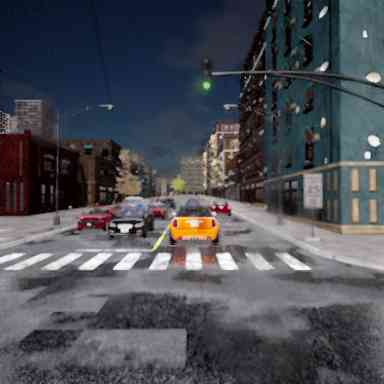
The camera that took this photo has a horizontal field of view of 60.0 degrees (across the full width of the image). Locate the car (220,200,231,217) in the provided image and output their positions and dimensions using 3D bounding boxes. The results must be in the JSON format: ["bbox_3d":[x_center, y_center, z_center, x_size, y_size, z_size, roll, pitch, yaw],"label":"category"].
[{"bbox_3d":[2.698,1.493,32.319,1.967,1.590,4.097,1,0,0],"label":"car"}]

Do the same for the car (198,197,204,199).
[{"bbox_3d":[0.090,1.612,39.585,2.033,1.411,5.357,0,0,0],"label":"car"}]

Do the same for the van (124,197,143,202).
[{"bbox_3d":[-5.680,1.394,32.257,1.690,1.788,3.998,1,0,0],"label":"van"}]

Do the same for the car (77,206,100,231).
[{"bbox_3d":[-5.758,1.579,20.887,1.887,1.381,4.507,1,0,0],"label":"car"}]

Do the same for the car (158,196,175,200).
[{"bbox_3d":[-3.081,1.579,44.602,1.837,1.490,4.892,0,0,0],"label":"car"}]

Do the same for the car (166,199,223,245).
[{"bbox_3d":[0.096,1.378,15.872,2.097,1.767,4.553,0,0,0],"label":"car"}]

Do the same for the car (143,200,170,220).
[{"bbox_3d":[-3.100,1.648,28.662,1.895,1.301,4.718,0,0,0],"label":"car"}]

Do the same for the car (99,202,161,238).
[{"bbox_3d":[-3.098,1.521,17.808,2.128,1.511,4.902,0,0,0],"label":"car"}]

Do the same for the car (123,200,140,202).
[{"bbox_3d":[-5.683,1.589,26.569,1.887,1.381,4.507,1,0,0],"label":"car"}]

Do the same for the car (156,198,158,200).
[{"bbox_3d":[-5.690,1.684,60.690,1.802,1.307,4.206,1,0,0],"label":"car"}]
